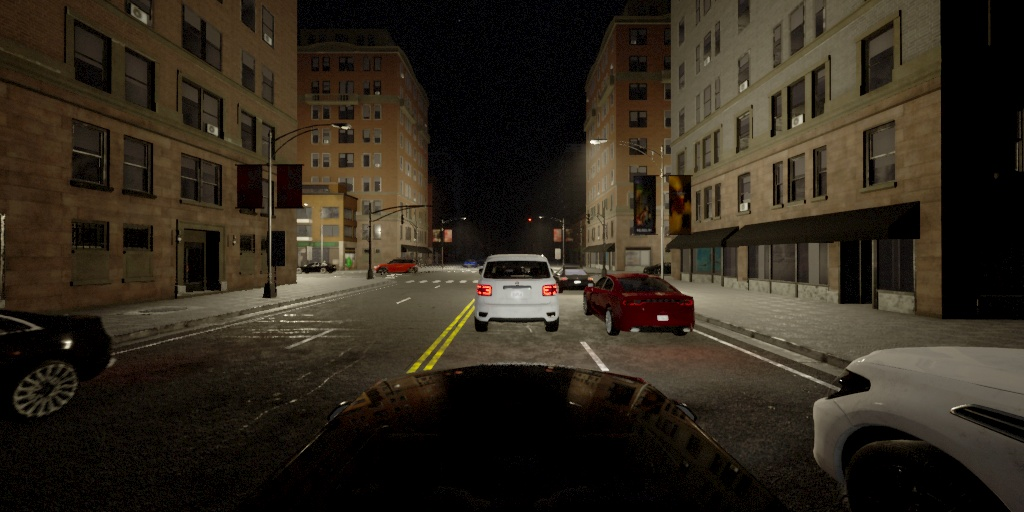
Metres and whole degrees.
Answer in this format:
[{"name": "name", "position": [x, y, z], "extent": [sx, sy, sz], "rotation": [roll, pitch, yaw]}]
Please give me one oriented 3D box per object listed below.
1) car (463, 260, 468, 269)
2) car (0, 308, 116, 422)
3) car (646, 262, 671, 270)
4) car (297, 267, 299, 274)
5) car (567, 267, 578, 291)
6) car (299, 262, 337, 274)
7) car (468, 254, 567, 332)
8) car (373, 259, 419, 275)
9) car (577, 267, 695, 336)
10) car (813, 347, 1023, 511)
[{"name": "car", "position": [-6.473, 1.267, 56.313], "extent": [1.812, 1.442, 4.674], "rotation": [0, 0, 0]}, {"name": "car", "position": [-6.598, 1.241, 3.001], "extent": [2.128, 1.511, 4.902], "rotation": [0, 0, 0]}, {"name": "car", "position": [16.111, 1.350, 37.882], "extent": [4.181, 1.385, 1.994], "rotation": [0, 0, 0]}, {"name": "car", "position": [-22.101, 1.169, 32.320], "extent": [4.097, 1.591, 1.967], "rotation": [0, 0, 0]}, {"name": "car", "position": [3.389, 1.313, 20.529], "extent": [1.994, 1.385, 4.181], "rotation": [0, 0, 0]}, {"name": "car", "position": [-22.042, 1.325, 40.345], "extent": [4.313, 1.339, 1.948], "rotation": [0, 0, 0]}, {"name": "car", "position": [0.123, 0.971, 11.009], "extent": [2.150, 2.045, 5.566], "rotation": [0, 0, 0]}, {"name": "car", "position": [-12.334, 1.107, 38.072], "extent": [4.553, 1.767, 2.097], "rotation": [0, -1, -22]}, {"name": "car", "position": [3.369, 1.227, 10.441], "extent": [1.882, 1.535, 5.008], "rotation": [0, 0, 0]}, {"name": "car", "position": [3.346, 0.972, 0.281], "extent": [2.150, 2.045, 5.566], "rotation": [0, 0, 0]}]
